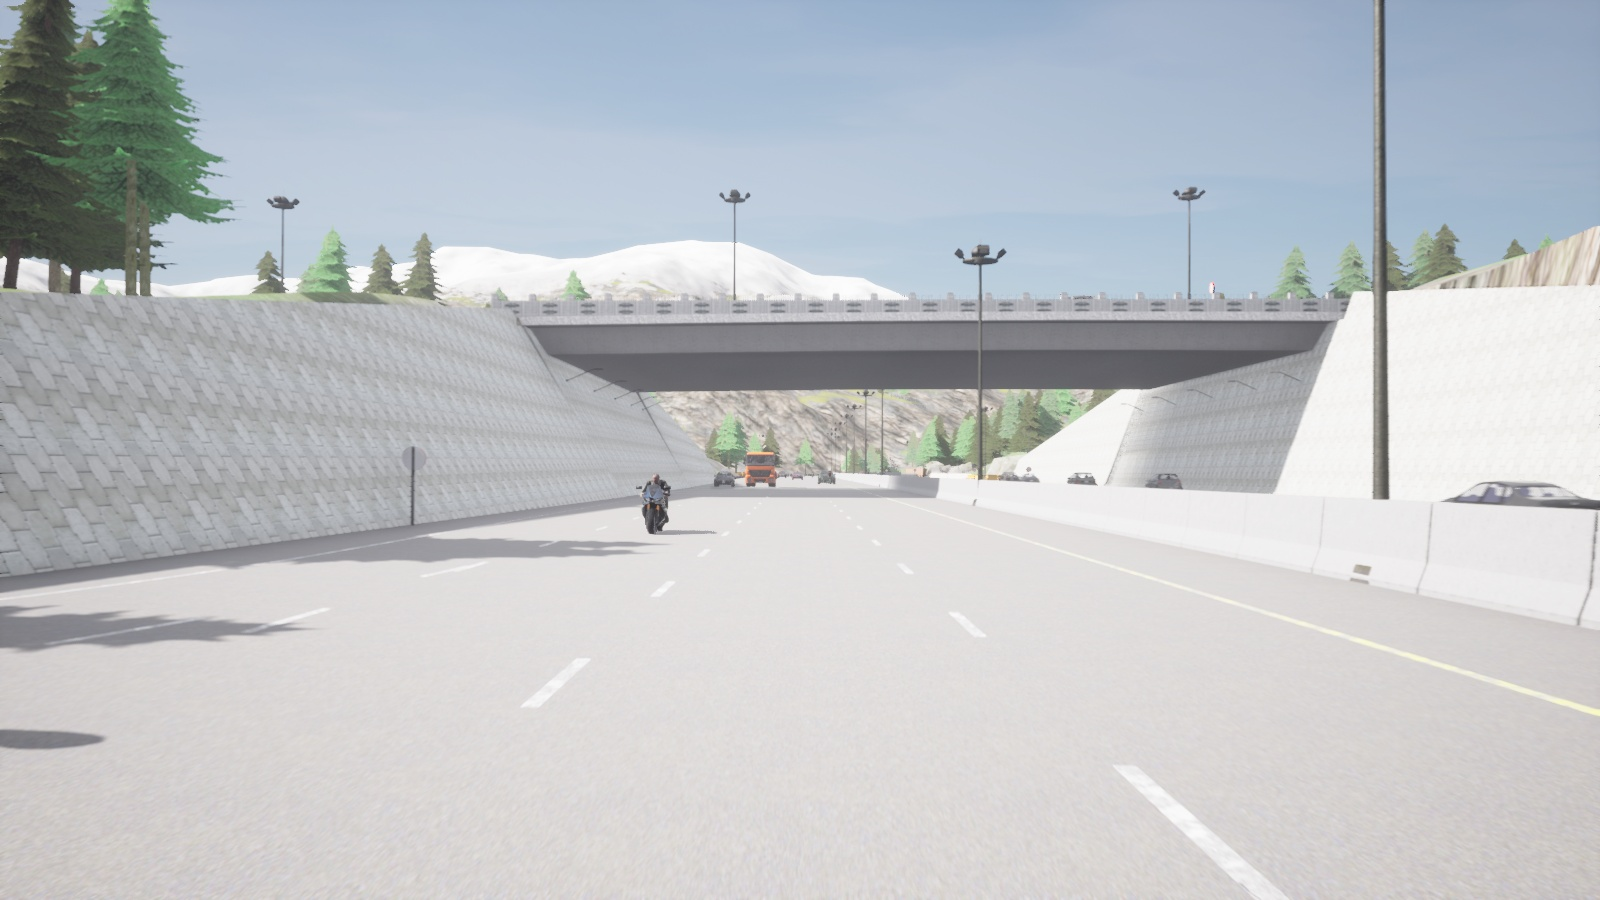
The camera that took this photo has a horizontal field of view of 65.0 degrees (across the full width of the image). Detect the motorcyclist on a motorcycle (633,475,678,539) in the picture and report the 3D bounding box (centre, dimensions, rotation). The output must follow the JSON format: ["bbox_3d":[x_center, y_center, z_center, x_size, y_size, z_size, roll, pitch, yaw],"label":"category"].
[{"bbox_3d":[-3.576,1.387,31.256,0.866,1.530,2.191,0,-1,0],"label":"motorcyclist on a motorcycle"}]

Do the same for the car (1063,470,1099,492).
[{"bbox_3d":[20.775,2.266,92.967,1.789,1.549,3.705,0,-1,0],"label":"car"}]

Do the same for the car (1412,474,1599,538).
[{"bbox_3d":[17.425,1.310,30.934,2.033,1.411,5.357,0,-1,0],"label":"car"}]

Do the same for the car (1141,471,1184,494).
[{"bbox_3d":[24.296,2.142,84.282,1.845,1.501,3.633,0,-1,0],"label":"car"}]
